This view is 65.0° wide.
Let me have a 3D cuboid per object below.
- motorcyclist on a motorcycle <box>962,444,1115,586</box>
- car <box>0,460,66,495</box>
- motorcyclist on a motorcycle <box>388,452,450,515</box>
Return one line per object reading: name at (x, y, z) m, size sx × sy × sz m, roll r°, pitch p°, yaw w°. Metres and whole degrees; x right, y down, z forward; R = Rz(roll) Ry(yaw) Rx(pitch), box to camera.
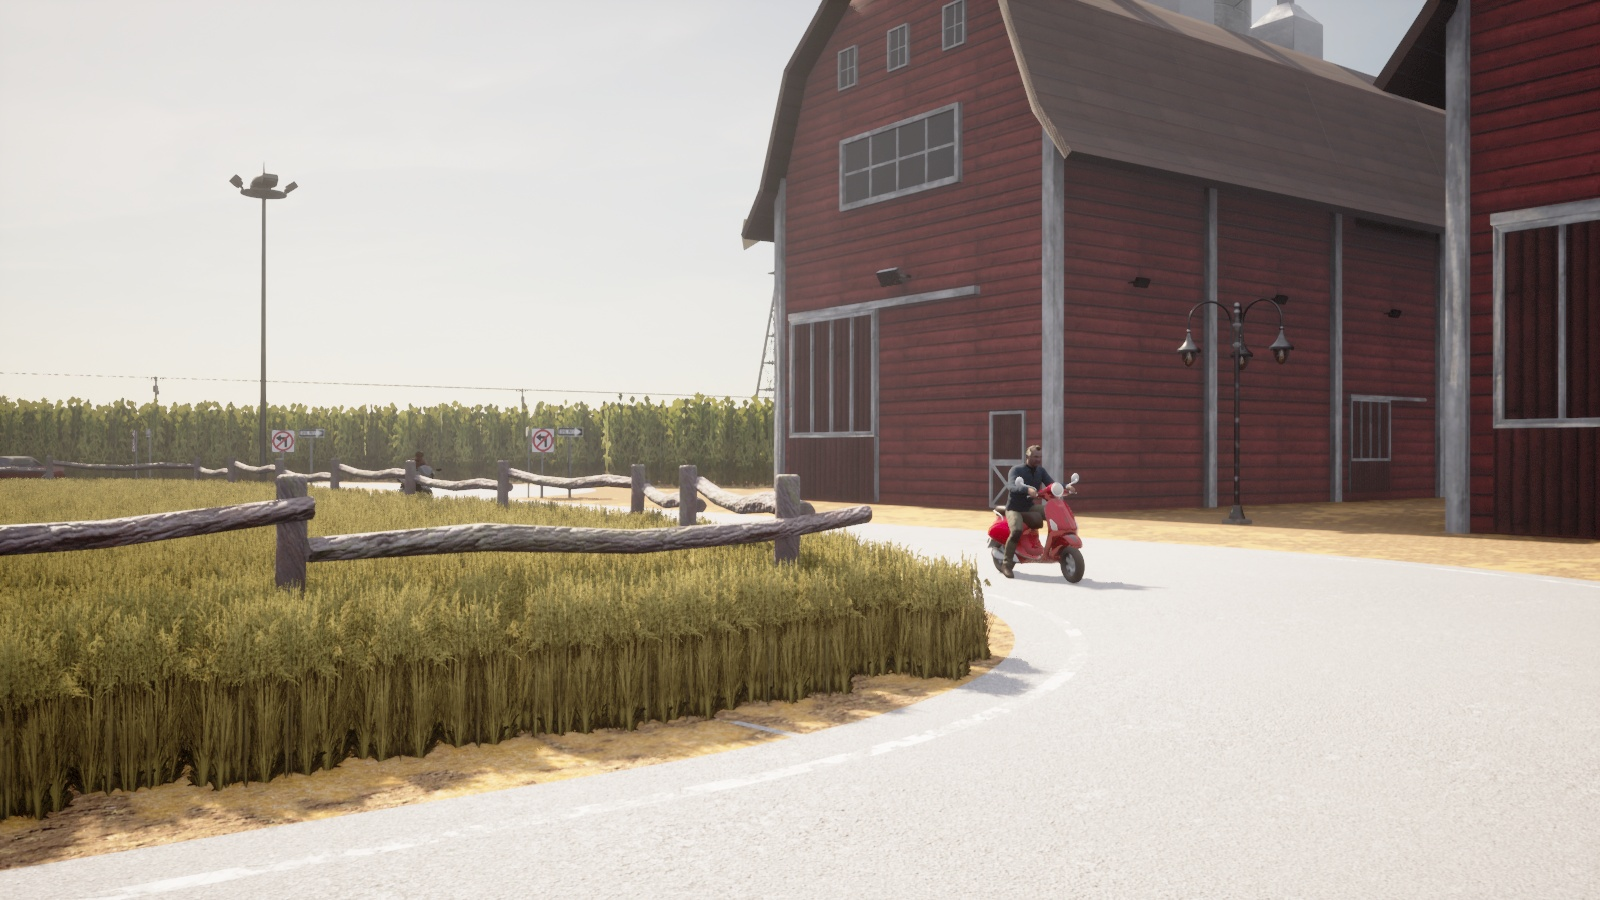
motorcyclist on a motorcycle at (2.817, 0.729, 15.039) m, size 0.866 × 1.590 × 1.817 m, roll 0°, pitch 0°, yaw -27°
car at (-30.500, 1.027, 47.844) m, size 1.895 × 1.301 × 4.718 m, roll 0°, pitch 0°, yaw 8°
motorcyclist on a motorcycle at (-9.556, 0.824, 31.451) m, size 0.797 × 1.523 × 2.044 m, roll 0°, pitch 0°, yaw -38°
